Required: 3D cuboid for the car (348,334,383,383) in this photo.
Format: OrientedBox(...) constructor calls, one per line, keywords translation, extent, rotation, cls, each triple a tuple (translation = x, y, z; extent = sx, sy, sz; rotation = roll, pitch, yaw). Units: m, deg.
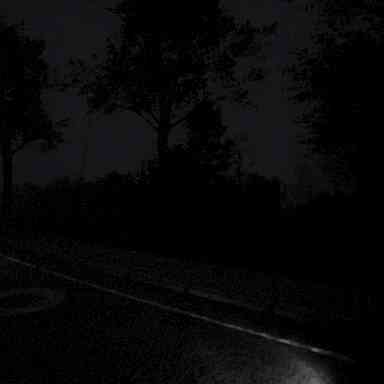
OrientedBox(translation=(3.590, 1.559, 1.515), extent=(5.357, 1.411, 2.033), rotation=(0, 0, 35), cls="car")
